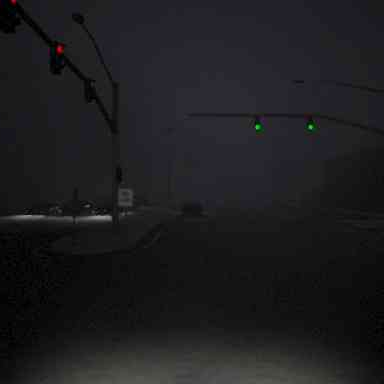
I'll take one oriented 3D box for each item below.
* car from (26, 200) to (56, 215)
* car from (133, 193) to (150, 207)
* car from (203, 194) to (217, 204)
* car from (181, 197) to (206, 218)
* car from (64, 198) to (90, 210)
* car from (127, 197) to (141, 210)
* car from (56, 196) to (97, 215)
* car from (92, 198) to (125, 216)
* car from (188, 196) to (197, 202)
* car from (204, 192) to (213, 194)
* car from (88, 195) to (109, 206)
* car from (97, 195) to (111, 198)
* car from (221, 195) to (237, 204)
[{"bbox_3d":[-15.061,1.555,33.888,1.994,1.385,4.181,0,0,0],"label":"car"},{"bbox_3d":[-7.988,1.208,52.217,2.150,2.045,5.566,0,0,0],"label":"car"},{"bbox_3d":[3.514,1.547,61.535,1.994,1.385,4.181,0,0,0],"label":"car"},{"bbox_3d":[0.007,1.470,30.509,1.882,1.535,5.008,0,0,0],"label":"car"},{"bbox_3d":[-14.990,1.553,43.584,1.994,1.385,4.181,0,0,0],"label":"car"},{"bbox_3d":[-8.019,1.590,41.647,1.895,1.301,4.718,0,0,1],"label":"car"},{"bbox_3d":[-11.563,1.469,33.700,1.882,1.535,5.008,0,0,0],"label":"car"},{"bbox_3d":[-8.069,1.555,32.892,1.994,1.385,4.181,0,0,0],"label":"car"},{"bbox_3d":[0.016,1.456,71.570,1.895,1.301,4.718,0,0,0],"label":"car"},{"bbox_3d":[3.516,1.086,71.569,2.150,2.045,5.566,0,0,0],"label":"car"},{"bbox_3d":[-14.988,1.338,53.574,2.097,1.767,4.553,0,0,0],"label":"car"},{"bbox_3d":[-11.507,1.341,42.737,2.097,1.767,4.553,0,0,0],"label":"car"},{"bbox_3d":[7.014,1.335,61.504,2.097,1.767,4.553,0,0,0],"label":"car"}]
